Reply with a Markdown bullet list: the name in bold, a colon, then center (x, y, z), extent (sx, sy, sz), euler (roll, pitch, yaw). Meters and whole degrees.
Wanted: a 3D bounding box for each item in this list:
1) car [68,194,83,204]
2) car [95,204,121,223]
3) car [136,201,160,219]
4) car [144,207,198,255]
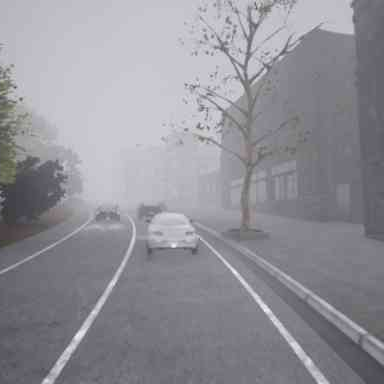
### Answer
- **car**: center (-22.343, 1.232, 63.961), extent (2.097, 1.767, 4.553), euler (3, -1, -30)
- **car**: center (-6.542, 1.604, 26.084), extent (1.895, 1.301, 4.718), euler (1, 0, -13)
- **car**: center (-3.925, 1.555, 29.722), extent (1.882, 1.535, 5.008), euler (1, 0, -14)
- **car**: center (-0.879, 1.549, 13.420), extent (1.812, 1.442, 4.674), euler (1, 0, -7)
